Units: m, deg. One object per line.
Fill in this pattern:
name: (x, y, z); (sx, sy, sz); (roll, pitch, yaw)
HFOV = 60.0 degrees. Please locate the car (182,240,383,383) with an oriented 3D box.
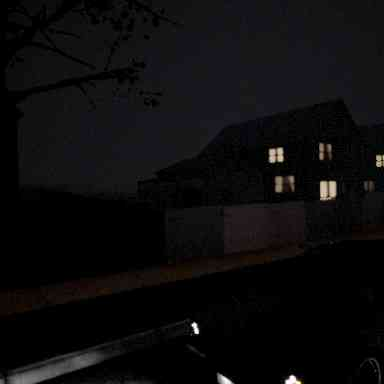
car: (2.502, 1.477, 4.859); (5.357, 1.411, 2.033); (-1, 1, -35)
